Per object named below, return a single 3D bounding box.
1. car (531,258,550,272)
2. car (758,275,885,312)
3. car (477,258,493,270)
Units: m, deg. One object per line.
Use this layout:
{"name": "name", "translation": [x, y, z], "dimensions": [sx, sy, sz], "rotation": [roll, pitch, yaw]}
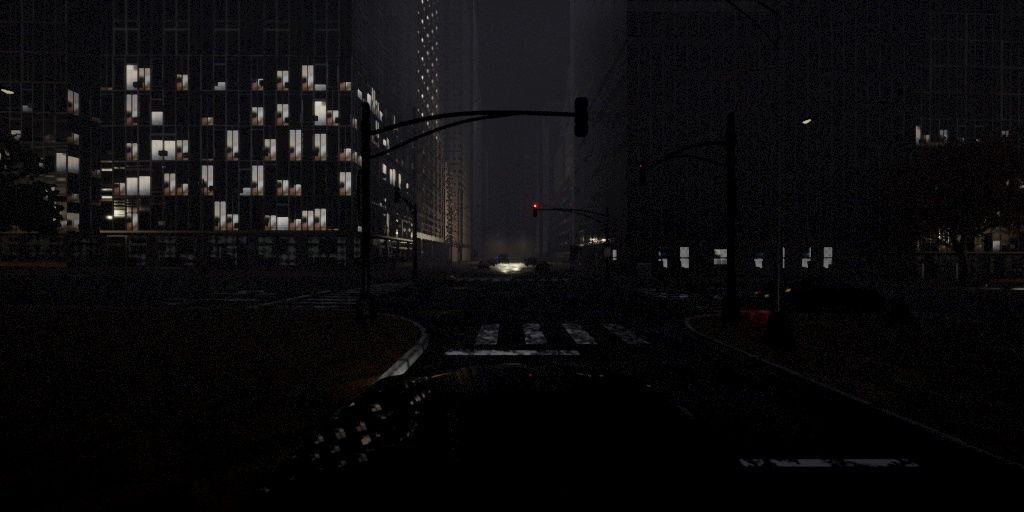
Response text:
{"name": "car", "translation": [3.880, 1.329, 46.591], "dimensions": [1.948, 1.339, 4.313], "rotation": [0, 0, 0]}
{"name": "car", "translation": [13.221, 1.542, 15.464], "dimensions": [4.674, 1.442, 1.812], "rotation": [1, 0, -3]}
{"name": "car", "translation": [-4.079, 1.342, 52.076], "dimensions": [1.802, 1.307, 4.207], "rotation": [0, 0, 0]}
